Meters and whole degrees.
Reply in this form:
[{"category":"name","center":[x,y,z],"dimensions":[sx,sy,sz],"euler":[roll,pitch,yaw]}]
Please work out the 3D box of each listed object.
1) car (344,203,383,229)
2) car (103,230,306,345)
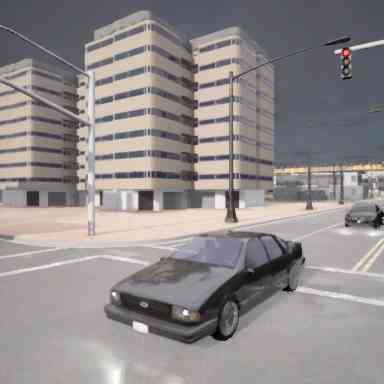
[{"category":"car","center":[11.325,1.504,21.770],"dimensions":[1.837,1.490,4.892],"euler":[0,0,35]},{"category":"car","center":[0.799,1.547,6.931],"dimensions":[2.033,1.411,5.357],"euler":[0,0,35]}]
